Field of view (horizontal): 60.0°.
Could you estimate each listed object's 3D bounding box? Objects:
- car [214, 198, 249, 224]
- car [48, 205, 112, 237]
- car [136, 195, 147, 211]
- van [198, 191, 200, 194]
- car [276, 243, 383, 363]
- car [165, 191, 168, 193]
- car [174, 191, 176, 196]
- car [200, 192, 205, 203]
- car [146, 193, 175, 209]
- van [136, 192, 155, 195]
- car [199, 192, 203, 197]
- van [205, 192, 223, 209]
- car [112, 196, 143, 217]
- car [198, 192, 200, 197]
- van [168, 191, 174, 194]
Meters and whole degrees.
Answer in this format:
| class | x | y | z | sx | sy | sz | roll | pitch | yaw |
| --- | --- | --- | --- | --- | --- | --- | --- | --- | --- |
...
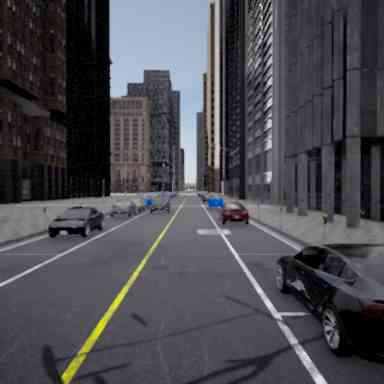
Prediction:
| class | x | y | z | sx | sy | sz | roll | pitch | yaw |
| --- | --- | --- | --- | --- | --- | --- | --- | --- | --- |
| car | 2.769 | 1.378 | 22.729 | 1.887 | 1.381 | 4.507 | 0 | 0 | 0 |
| car | -5.758 | 1.440 | 17.088 | 1.947 | 1.339 | 4.313 | 0 | 0 | 0 |
| car | -5.751 | 1.277 | 33.839 | 1.752 | 1.417 | 4.829 | 0 | 0 | 0 |
| van | 2.791 | 0.801 | 73.492 | 1.690 | 1.788 | 3.998 | 0 | 0 | 0 |
| car | 2.762 | 1.523 | 5.808 | 1.947 | 1.339 | 4.313 | 0 | 0 | 0 |
| car | -5.742 | 0.900 | 56.571 | 2.192 | 1.841 | 5.009 | 0 | 0 | 0 |
| car | -5.728 | 0.921 | 84.776 | 1.887 | 1.381 | 4.507 | 0 | 0 | 0 |
| car | 2.785 | 1.167 | 56.573 | 1.802 | 1.307 | 4.206 | 0 | 0 | 0 |
| car | -2.986 | 1.177 | 32.594 | 1.837 | 1.490 | 4.892 | 0 | 0 | 0 |
| van | -5.749 | 1.050 | 39.648 | 1.690 | 1.788 | 3.998 | 0 | 0 | 0 |
| car | 2.787 | 1.126 | 62.213 | 1.802 | 1.307 | 4.206 | 0 | 0 | 0 |
| van | 2.776 | 1.050 | 39.649 | 1.690 | 1.788 | 3.998 | 0 | 0 | 0 |
| car | -5.753 | 1.343 | 28.369 | 2.008 | 1.369 | 4.403 | 0 | 0 | 0 |
| car | 2.789 | 1.068 | 67.854 | 1.947 | 1.339 | 4.313 | 0 | 0 | 0 |
| van | -5.732 | 0.759 | 79.134 | 1.690 | 1.788 | 3.998 | 0 | 0 | 0 |
